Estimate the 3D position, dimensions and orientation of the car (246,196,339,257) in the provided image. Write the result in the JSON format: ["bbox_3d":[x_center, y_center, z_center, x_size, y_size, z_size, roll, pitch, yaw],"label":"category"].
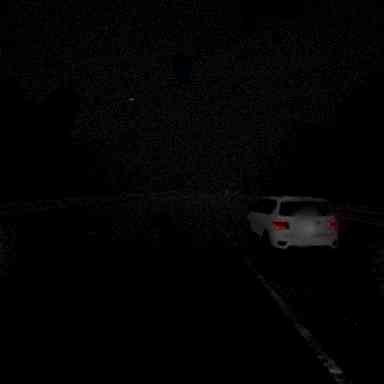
[{"bbox_3d":[3.514,1.138,12.639,2.150,2.045,5.566,0,0,0],"label":"car"}]
